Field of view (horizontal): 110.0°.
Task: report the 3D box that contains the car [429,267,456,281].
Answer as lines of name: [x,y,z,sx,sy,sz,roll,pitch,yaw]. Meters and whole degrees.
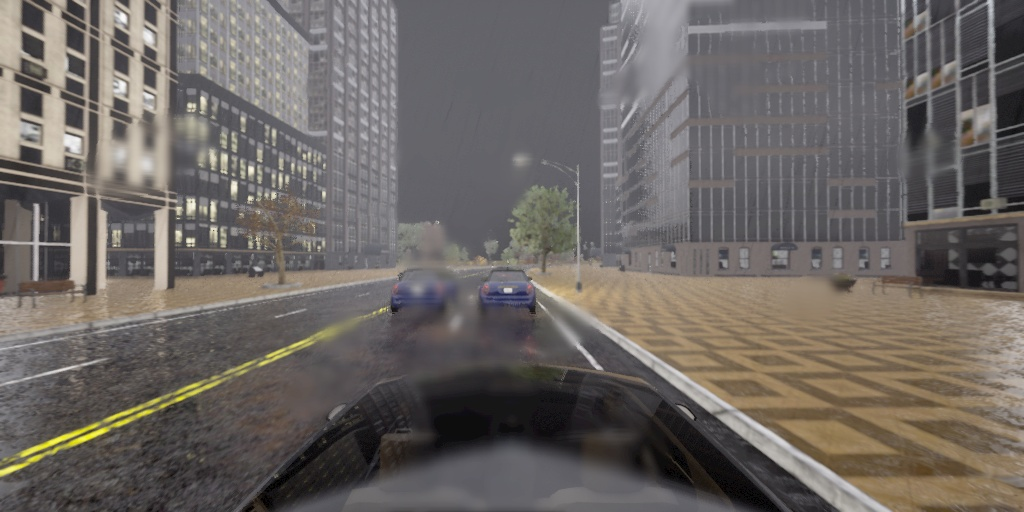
car: [-7.345,1.836,38.275,1.895,1.301,4.718,0,-1,1]

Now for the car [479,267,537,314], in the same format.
car: [-0.208,1.273,14.940,2.097,1.767,4.553,0,-1,-2]

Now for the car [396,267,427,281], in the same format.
car: [-10.596,1.837,38.040,1.895,1.301,4.718,0,-1,1]

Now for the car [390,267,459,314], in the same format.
car: [-3.460,1.278,15.007,2.097,1.767,4.553,0,-1,-2]
